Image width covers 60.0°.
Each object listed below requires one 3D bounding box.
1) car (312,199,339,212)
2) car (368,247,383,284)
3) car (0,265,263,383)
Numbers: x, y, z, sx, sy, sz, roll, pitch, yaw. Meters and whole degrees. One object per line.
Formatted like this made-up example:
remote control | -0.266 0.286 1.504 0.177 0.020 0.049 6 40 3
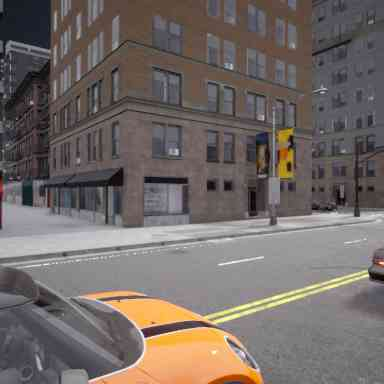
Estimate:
car | 14.016 1.536 38.438 2.033 1.411 5.357 0 0 -36
car | 6.401 1.550 8.199 5.357 1.411 2.033 0 0 -37
car | -1.562 1.352 2.287 4.553 1.767 2.097 0 0 -37
